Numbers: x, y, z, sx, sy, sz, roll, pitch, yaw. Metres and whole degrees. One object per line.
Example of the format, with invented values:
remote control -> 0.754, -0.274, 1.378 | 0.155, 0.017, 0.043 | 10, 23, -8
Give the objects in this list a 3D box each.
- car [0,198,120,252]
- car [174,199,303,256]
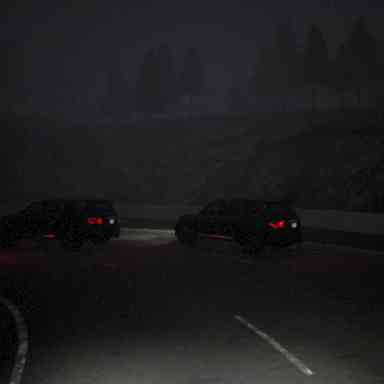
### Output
car -> -5.804, 1.287, 14.237 | 5.566, 2.045, 2.150 | 0, -1, 17
car -> 1.713, 1.283, 13.724 | 5.566, 2.045, 2.150 | 0, -1, 44
